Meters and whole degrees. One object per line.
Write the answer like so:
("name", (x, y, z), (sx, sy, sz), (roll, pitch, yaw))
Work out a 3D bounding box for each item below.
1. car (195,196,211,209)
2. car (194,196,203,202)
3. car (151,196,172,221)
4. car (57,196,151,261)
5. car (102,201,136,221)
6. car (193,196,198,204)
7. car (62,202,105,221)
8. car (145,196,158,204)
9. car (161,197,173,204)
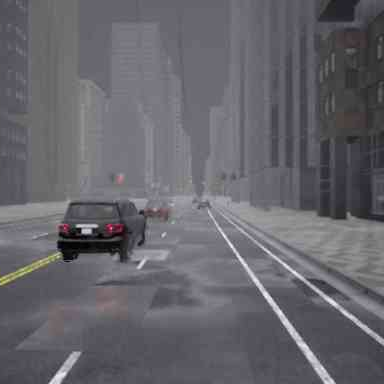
("car", (1.802, 1.730, 48.631), (1.812, 1.442, 4.674), (0, 0, 2))
("car", (1.657, 1.702, 84.768), (2.128, 1.511, 4.902), (0, 0, 2))
("car", (-2.911, 1.468, 28.715), (2.097, 1.767, 4.553), (0, 0, 1))
("car", (-3.102, 1.268, 12.548), (2.150, 2.045, 5.566), (0, 0, 0))
("car", (-6.343, 1.597, 29.578), (1.882, 1.535, 5.008), (0, 0, 1))
("car", (1.214, 1.659, 69.424), (2.097, 1.767, 4.553), (0, 0, 2))
("car", (-9.592, 1.668, 29.909), (2.033, 1.411, 5.357), (0, 0, 1))
("car", (-8.490, 1.642, 70.382), (2.097, 1.767, 4.553), (0, 0, 2))
("car", (-5.242, 1.839, 70.262), (1.994, 1.385, 4.181), (0, 0, 2))
